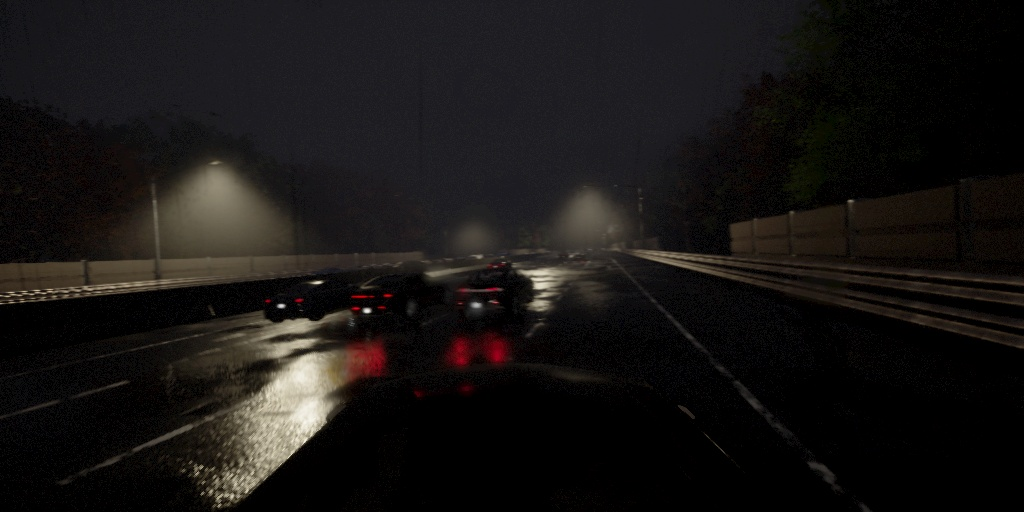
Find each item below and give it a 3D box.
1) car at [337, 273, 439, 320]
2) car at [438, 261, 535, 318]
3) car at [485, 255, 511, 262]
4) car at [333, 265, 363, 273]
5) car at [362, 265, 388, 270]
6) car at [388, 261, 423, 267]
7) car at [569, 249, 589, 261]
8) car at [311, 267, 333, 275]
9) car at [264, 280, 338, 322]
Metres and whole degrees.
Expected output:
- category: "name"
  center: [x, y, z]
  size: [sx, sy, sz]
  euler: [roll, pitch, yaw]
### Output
- category: "car"
  center: [-3.863, 1.361, 13.326]
  size: [1.837, 1.490, 4.892]
  euler: [-3, 1, 14]
- category: "car"
  center: [-0.434, 1.154, 12.634]
  size: [2.128, 1.511, 4.902]
  euler: [-3, 1, 14]
- category: "car"
  center: [-1.223, 1.007, 38.544]
  size: [1.994, 1.385, 4.181]
  euler: [-3, 1, 14]
- category: "car"
  center: [-18.279, 1.884, 42.618]
  size: [2.128, 1.511, 4.902]
  euler: [-3, 1, 14]
- category: "car"
  center: [-14.887, 1.768, 41.773]
  size: [1.994, 1.385, 4.181]
  euler: [-3, 1, 14]
- category: "car"
  center: [-11.563, 1.373, 40.724]
  size: [2.097, 1.767, 4.553]
  euler: [-3, 1, 14]
- category: "car"
  center: [11.427, -0.027, 60.631]
  size: [2.128, 1.511, 4.902]
  euler: [-3, 1, 14]
- category: "car"
  center: [-21.850, 2.124, 42.718]
  size: [1.812, 1.442, 4.674]
  euler: [-3, 1, 14]
- category: "car"
  center: [-7.285, 1.610, 14.031]
  size: [1.994, 1.385, 4.181]
  euler: [-3, 1, 14]
